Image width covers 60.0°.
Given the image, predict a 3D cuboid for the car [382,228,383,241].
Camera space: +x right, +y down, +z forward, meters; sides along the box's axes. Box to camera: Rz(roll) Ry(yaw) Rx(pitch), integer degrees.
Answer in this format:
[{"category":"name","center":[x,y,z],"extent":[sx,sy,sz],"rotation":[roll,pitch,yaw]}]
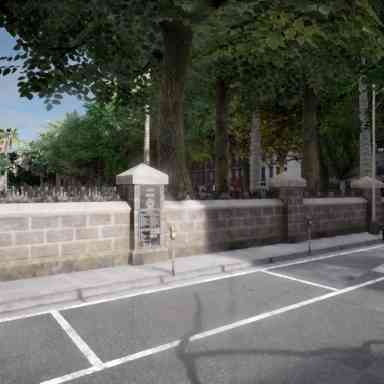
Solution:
[{"category":"car","center":[9.787,1.310,13.521],"extent":[5.009,1.841,2.192],"rotation":[0,0,-36]}]
